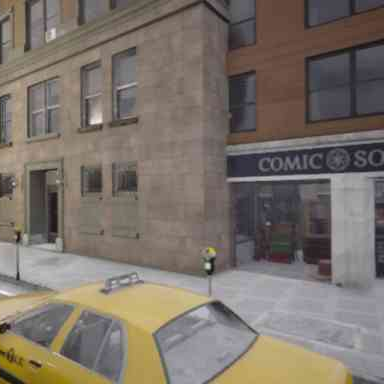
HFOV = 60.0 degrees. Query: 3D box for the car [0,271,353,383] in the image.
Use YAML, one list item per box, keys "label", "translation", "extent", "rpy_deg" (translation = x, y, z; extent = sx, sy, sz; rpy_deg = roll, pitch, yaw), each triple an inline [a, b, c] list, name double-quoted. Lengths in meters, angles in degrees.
- label: "car"
  translation: [-0.922, 1.529, 3.514]
  extent: [4.829, 1.417, 1.752]
  rpy_deg: [0, -1, 36]
